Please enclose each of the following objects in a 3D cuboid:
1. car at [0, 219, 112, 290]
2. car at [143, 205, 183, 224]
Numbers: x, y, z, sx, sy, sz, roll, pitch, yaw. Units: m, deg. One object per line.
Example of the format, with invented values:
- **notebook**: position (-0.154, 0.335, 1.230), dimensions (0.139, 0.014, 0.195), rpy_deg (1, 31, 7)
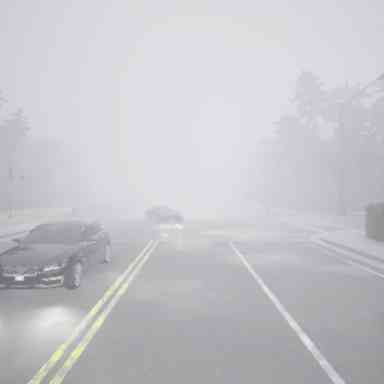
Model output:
- **car**: position (-3.602, 1.569, 9.376), dimensions (1.837, 1.490, 4.892), rpy_deg (0, 0, 0)
- **car**: position (-2.565, 1.816, 27.897), dimensions (2.033, 1.411, 5.357), rpy_deg (1, -1, -25)
